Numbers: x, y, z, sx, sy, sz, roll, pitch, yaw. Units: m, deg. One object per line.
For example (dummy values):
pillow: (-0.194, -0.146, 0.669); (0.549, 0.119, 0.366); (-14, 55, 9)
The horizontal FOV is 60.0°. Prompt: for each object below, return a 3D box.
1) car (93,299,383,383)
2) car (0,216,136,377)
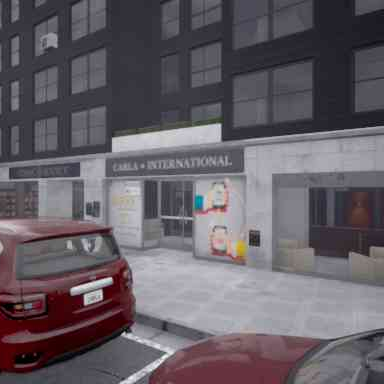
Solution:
car: (1.513, 1.582, 1.999); (4.206, 1.307, 1.802); (0, 0, 35)
car: (-3.099, 1.313, 5.281); (5.009, 1.841, 2.192); (0, 0, 35)
